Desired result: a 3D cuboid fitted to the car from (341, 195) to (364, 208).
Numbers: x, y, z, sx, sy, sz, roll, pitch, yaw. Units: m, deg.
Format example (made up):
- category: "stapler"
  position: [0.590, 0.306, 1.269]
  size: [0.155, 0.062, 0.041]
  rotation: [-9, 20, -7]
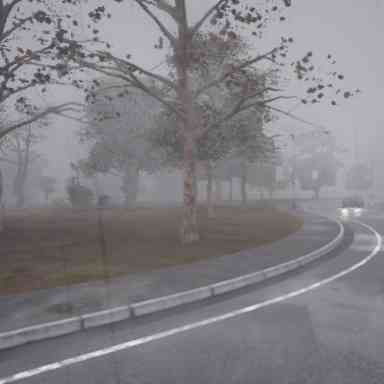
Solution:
- category: "car"
  position: [17.537, 1.008, 36.600]
  size: [1.994, 1.385, 4.181]
  rotation: [-1, 1, 21]
